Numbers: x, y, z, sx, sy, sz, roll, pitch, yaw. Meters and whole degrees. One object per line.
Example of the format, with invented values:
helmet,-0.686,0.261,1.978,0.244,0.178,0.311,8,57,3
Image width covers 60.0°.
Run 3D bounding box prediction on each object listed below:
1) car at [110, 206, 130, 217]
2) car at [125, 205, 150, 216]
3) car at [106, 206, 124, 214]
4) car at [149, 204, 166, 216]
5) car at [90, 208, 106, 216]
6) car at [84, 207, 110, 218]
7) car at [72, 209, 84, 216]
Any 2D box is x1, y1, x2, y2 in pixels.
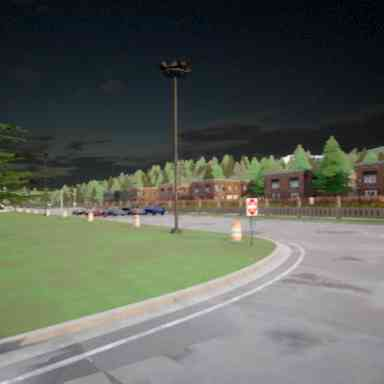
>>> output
car,-13.265,3.582,57.974,2.033,1.411,5.357,1,-2,-34
car,-10.146,3.599,59.600,2.033,1.411,5.357,1,-2,-33
car,-15.759,3.714,67.860,1.837,1.490,4.892,1,-2,-34
car,-6.898,3.283,61.036,2.150,2.045,5.566,1,-2,-33
car,-18.661,3.916,65.901,1.994,1.385,4.181,1,-2,-34
car,-15.979,3.344,55.733,2.097,1.767,4.553,1,-2,-33
car,-21.583,3.923,63.973,1.895,1.301,4.718,1,-2,-34
